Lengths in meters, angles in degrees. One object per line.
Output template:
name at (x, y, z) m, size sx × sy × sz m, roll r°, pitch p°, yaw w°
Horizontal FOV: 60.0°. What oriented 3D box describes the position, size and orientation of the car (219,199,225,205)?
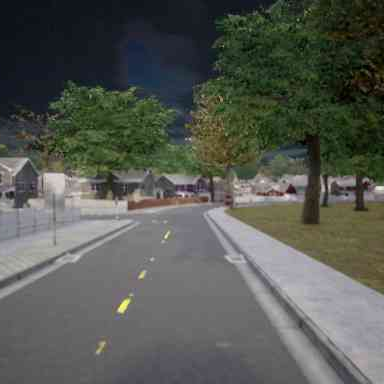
car at (7.889, 2.344, 78.845) m, size 2.128 × 1.511 × 4.902 m, roll 1°, pitch 0°, yaw 28°
